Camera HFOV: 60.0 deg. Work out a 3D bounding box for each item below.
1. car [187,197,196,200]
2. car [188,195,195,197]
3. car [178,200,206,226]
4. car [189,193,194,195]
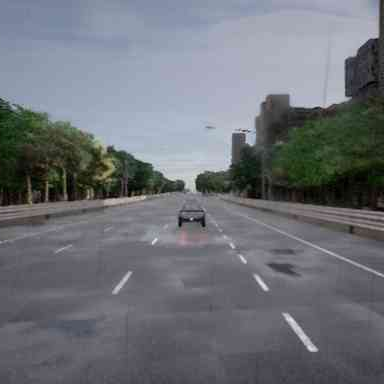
[{"bbox_3d":[-0.028,1.664,39.545,2.128,1.511,4.902,0,0,0],"label":"car"},{"bbox_3d":[-0.043,1.738,57.546,1.837,1.490,4.892,0,0,0],"label":"car"},{"bbox_3d":[-0.019,1.606,24.408,2.128,1.511,4.902,0,0,0],"label":"car"},{"bbox_3d":[-0.060,1.680,83.565,1.837,1.490,4.892,0,0,0],"label":"car"}]
